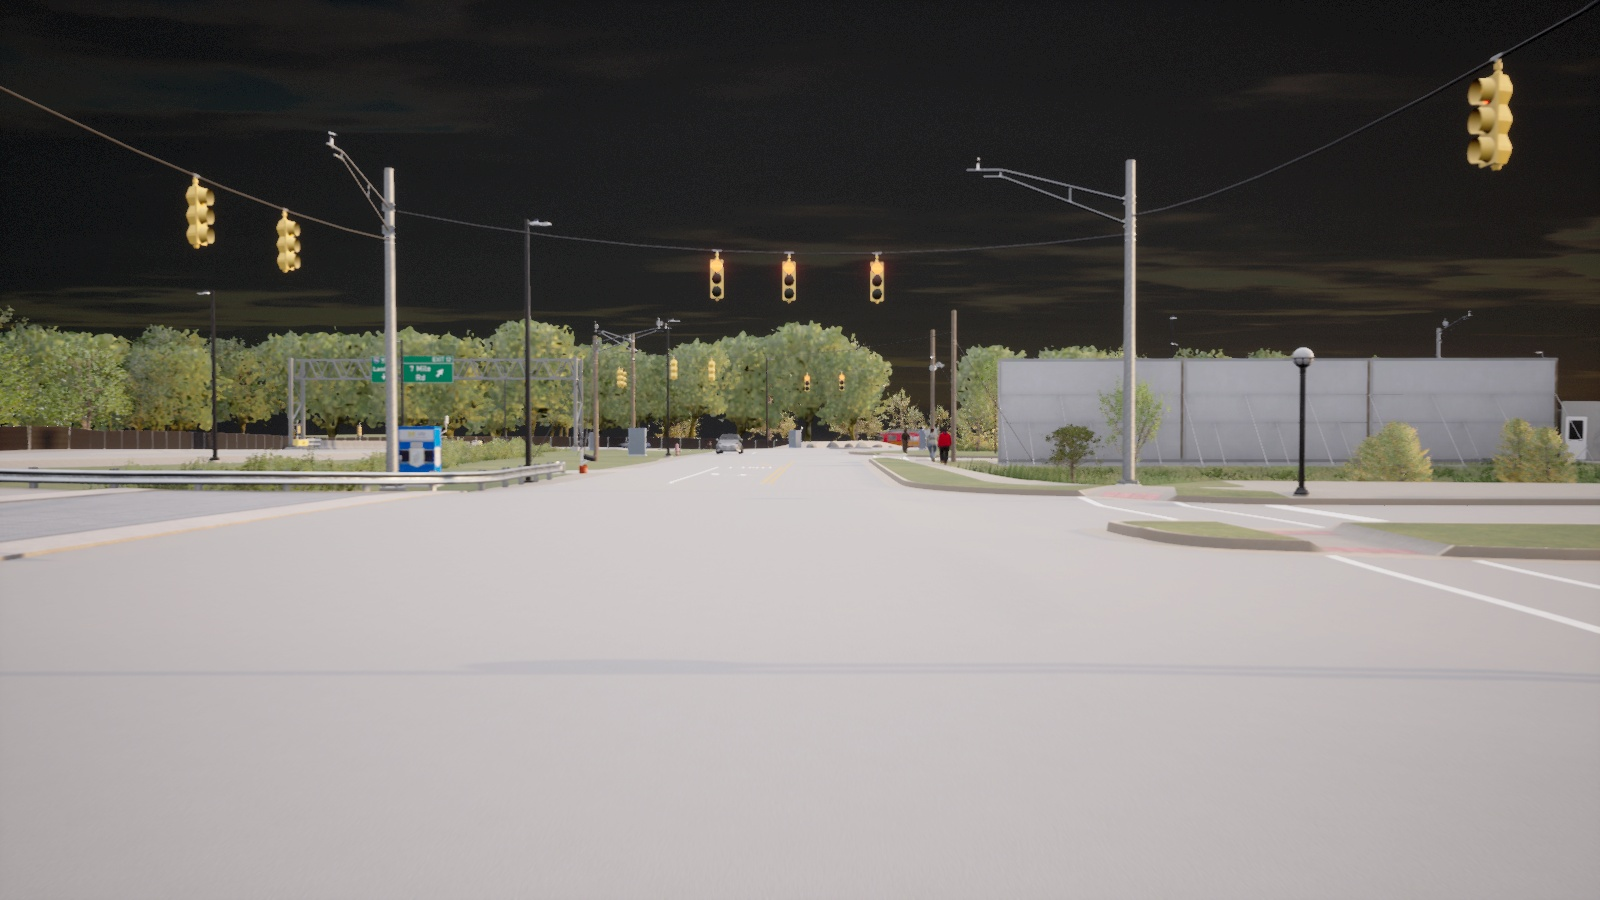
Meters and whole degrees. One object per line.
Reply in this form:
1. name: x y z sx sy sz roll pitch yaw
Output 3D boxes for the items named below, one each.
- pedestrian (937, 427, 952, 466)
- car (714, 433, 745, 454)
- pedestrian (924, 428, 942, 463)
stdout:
1. pedestrian: 7.042 -0.177 61.266 0.634 1.844 0.899 0 2 0
2. car: -5.167 -0.520 92.956 2.007 1.525 4.514 0 1 0
3. pedestrian: 7.045 -0.249 66.535 0.874 1.855 0.900 0 2 2
